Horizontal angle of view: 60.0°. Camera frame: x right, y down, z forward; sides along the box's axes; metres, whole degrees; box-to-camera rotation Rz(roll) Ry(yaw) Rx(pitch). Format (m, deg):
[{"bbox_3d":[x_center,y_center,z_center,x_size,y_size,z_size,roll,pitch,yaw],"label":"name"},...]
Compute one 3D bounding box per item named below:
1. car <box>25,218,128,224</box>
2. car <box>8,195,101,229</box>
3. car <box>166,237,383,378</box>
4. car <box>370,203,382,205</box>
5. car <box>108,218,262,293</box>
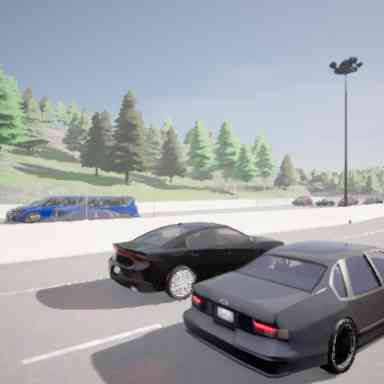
[{"bbox_3d":[-5.442,1.591,17.407,5.357,1.411,2.033,0,0,-37],"label":"car"},{"bbox_3d":[-9.474,1.281,23.201,5.566,2.045,2.150,0,0,-37],"label":"car"},{"bbox_3d":[2.412,1.561,5.628,5.357,1.411,2.033,0,0,-37],"label":"car"},{"bbox_3d":[25.863,1.583,47.495,1.882,1.535,5.008,0,0,41],"label":"car"},{"bbox_3d":[0.392,1.498,8.526,5.008,1.535,1.882,0,0,-37],"label":"car"}]
